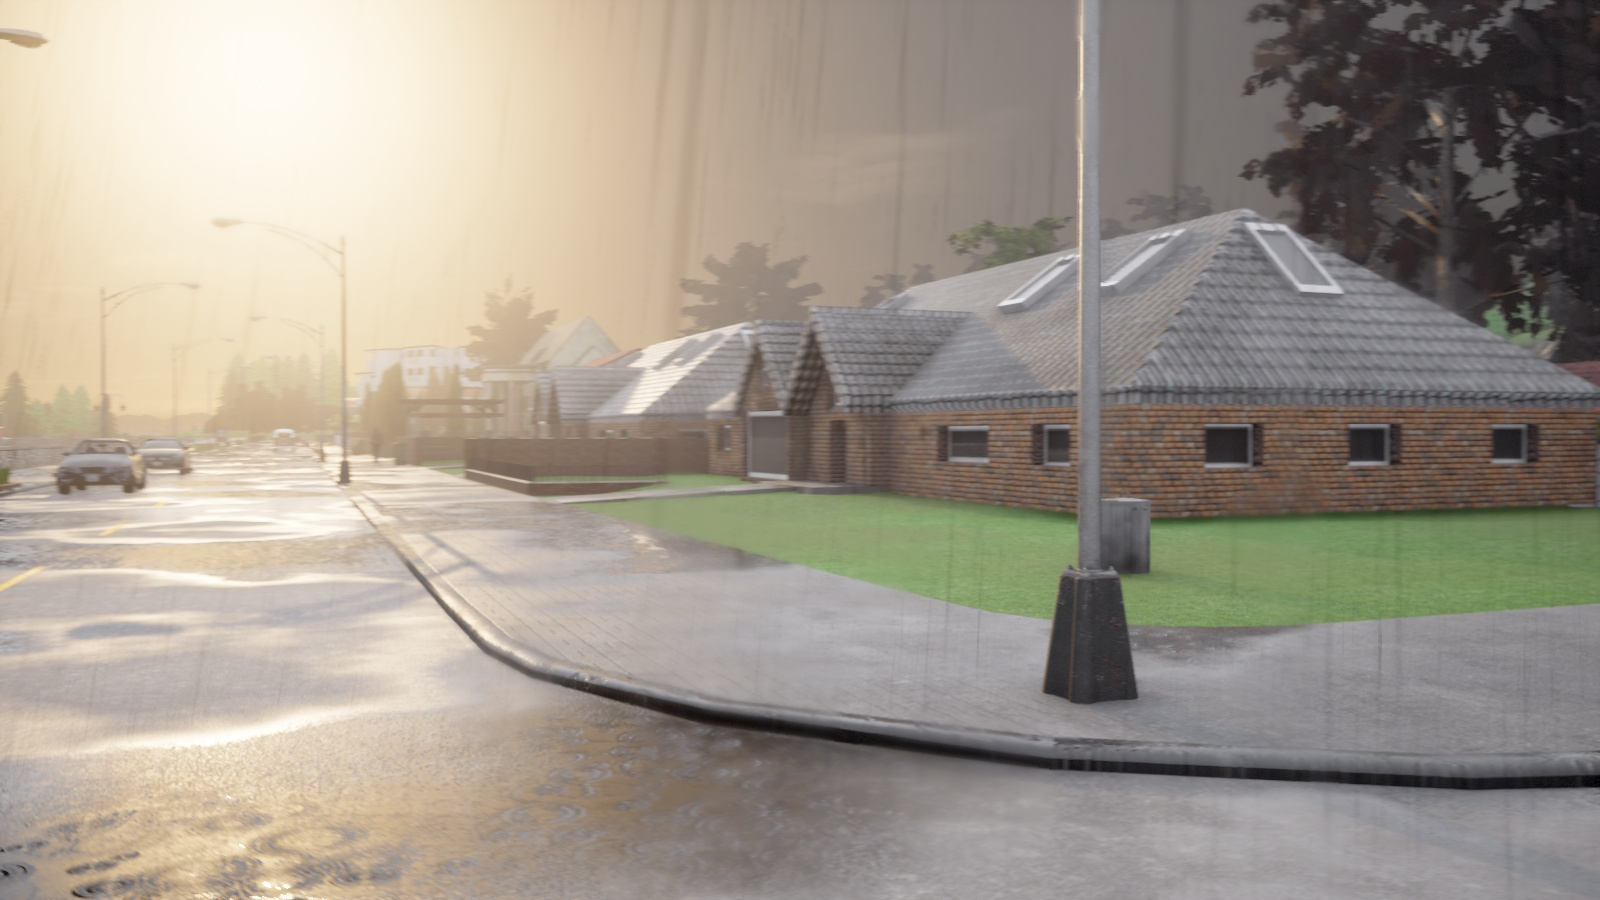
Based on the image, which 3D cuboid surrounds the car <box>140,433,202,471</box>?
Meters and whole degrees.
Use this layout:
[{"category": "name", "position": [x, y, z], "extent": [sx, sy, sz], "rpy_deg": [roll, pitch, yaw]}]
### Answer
[{"category": "car", "position": [-25.019, 0.052, 50.073], "extent": [1.812, 1.442, 4.674], "rpy_deg": [0, 1, -22]}]

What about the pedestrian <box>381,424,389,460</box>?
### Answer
[{"category": "pedestrian", "position": [-21.201, -0.424, 64.156], "extent": [0.328, 1.805, 0.869], "rpy_deg": [0, 1, -23]}]

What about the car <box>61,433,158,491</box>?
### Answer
[{"category": "car", "position": [-18.893, 0.278, 34.526], "extent": [1.816, 1.474, 4.193], "rpy_deg": [0, 1, -22]}]
